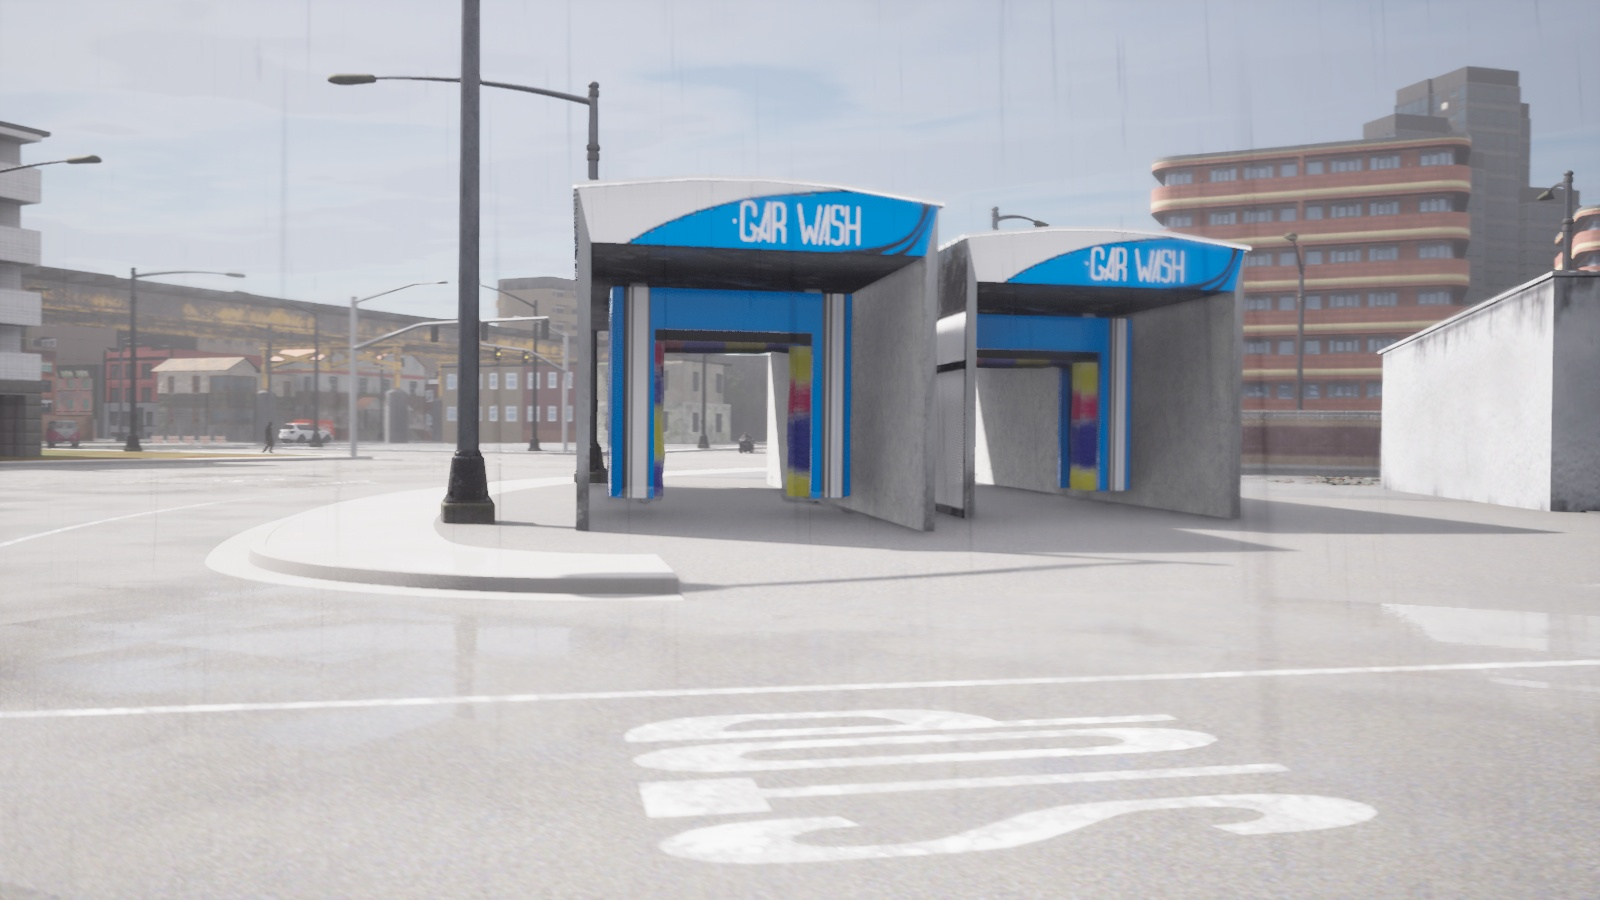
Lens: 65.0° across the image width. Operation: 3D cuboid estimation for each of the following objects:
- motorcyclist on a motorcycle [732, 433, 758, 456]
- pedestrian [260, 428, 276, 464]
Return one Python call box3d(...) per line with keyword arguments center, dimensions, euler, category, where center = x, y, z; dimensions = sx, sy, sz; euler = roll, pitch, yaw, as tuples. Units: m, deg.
box3d(center=(-3.806, -0.414, 87.102), dimensions=(0.866, 1.530, 2.191), euler=(0, 1, 25), category="motorcyclist on a motorcycle")
box3d(center=(-28.737, -0.225, 67.821), dimensions=(0.692, 1.930, 0.395), euler=(0, 1, 23), category="pedestrian")
